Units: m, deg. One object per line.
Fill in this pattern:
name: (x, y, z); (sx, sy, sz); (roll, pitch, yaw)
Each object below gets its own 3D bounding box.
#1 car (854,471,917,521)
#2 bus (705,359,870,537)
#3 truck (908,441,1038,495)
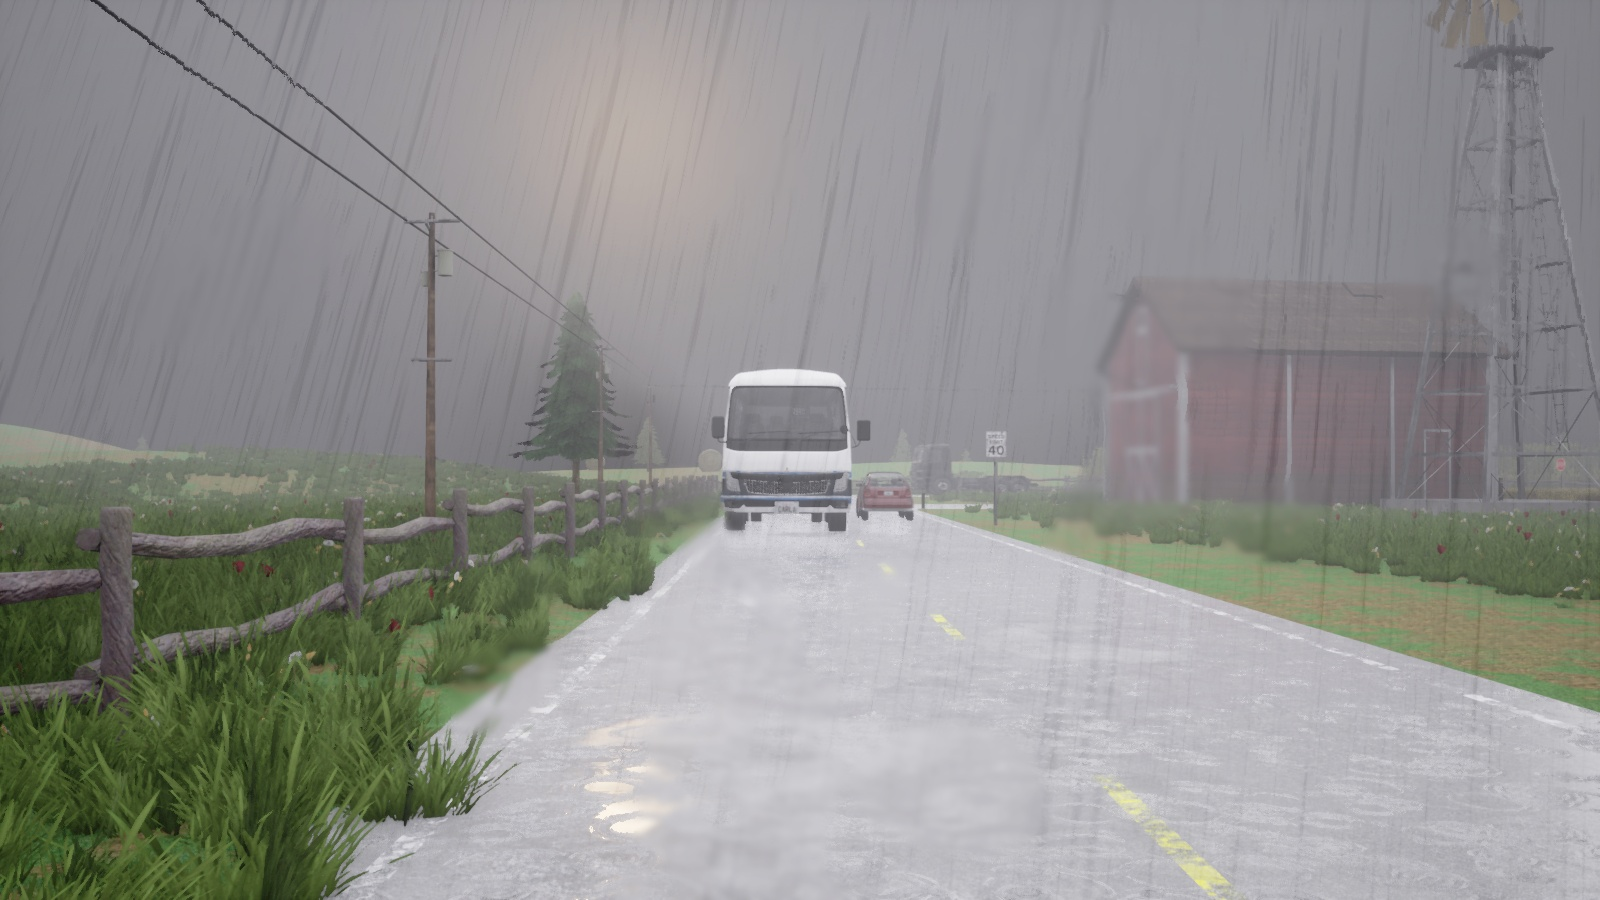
car: (2.768, 1.477, 41.479); (1.789, 1.549, 3.705); (0, -1, -1)
bus: (-0.367, 0.030, 35.261); (3.944, 4.253, 10.273); (0, -1, -1)
truck: (11.292, 1.163, 82.134); (7.936, 3.462, 2.891); (0, -1, -6)
